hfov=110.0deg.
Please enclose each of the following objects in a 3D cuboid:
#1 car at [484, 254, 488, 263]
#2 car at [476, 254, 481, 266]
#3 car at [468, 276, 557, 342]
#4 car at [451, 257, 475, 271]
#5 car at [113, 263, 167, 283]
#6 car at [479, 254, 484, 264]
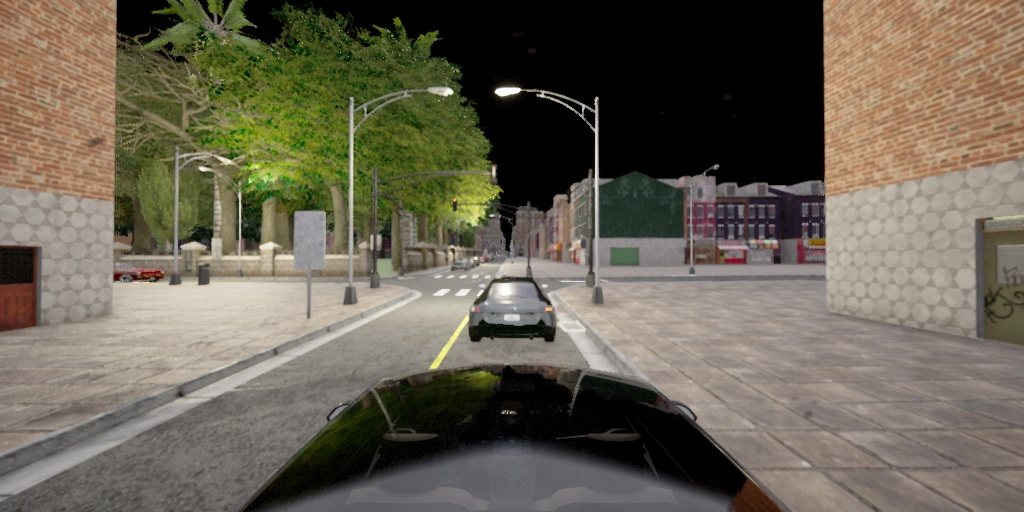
[{"bbox_3d":[-5.581,0.662,61.947,1.802,1.307,4.207,0,0,0],"label":"car"},{"bbox_3d":[-5.479,0.795,45.598,2.007,1.370,4.403,0,0,0],"label":"car"},{"bbox_3d":[0.034,1.220,9.450,1.994,1.385,4.181,0,1,1],"label":"car"},{"bbox_3d":[-5.462,0.872,38.463,2.007,1.370,4.403,0,0,0],"label":"car"},{"bbox_3d":[-24.322,1.079,22.024,4.718,1.301,1.895,0,-1,0],"label":"car"},{"bbox_3d":[-5.513,0.753,51.048,1.948,1.339,4.313,0,0,0],"label":"car"}]
